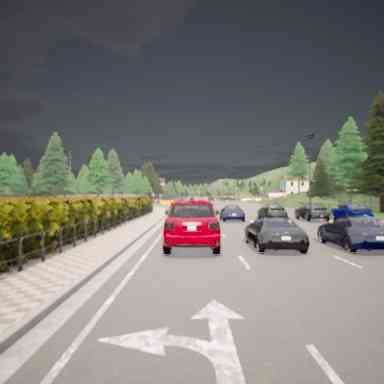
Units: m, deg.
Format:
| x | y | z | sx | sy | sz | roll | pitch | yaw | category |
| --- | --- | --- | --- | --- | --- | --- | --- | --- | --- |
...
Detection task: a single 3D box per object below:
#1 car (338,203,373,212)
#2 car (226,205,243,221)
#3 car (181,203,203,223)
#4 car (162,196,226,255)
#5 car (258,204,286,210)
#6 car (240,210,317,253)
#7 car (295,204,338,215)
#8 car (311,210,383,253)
| x | y | z | sx | sy | sz | roll | pitch | yaw | category |
| --- | --- | --- | --- | --- | --- | --- | --- | --- | --- |
| 14.004 | 1.756 | 29.484 | 1.882 | 1.535 | 5.008 | 0 | 0 | 0 | car |
| 3.499 | 1.841 | 29.300 | 1.994 | 1.385 | 4.181 | 0 | 0 | 0 | car |
| 0.002 | 1.784 | 29.316 | 1.837 | 1.490 | 4.892 | 0 | 0 | 0 | car |
| -0.001 | 1.350 | 14.033 | 2.150 | 2.045 | 5.566 | 0 | 0 | 0 | car |
| 7.002 | 1.769 | 29.303 | 2.128 | 1.511 | 4.902 | 0 | 0 | 0 | car |
| 3.500 | 1.700 | 14.322 | 1.994 | 1.385 | 4.181 | 0 | 0 | 0 | car |
| 10.502 | 1.769 | 29.304 | 2.128 | 1.511 | 4.902 | 0 | 0 | 0 | car |
| 7.000 | 1.700 | 14.322 | 1.994 | 1.385 | 4.181 | 0 | 0 | 0 | car |
